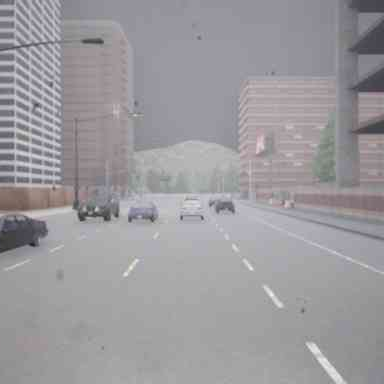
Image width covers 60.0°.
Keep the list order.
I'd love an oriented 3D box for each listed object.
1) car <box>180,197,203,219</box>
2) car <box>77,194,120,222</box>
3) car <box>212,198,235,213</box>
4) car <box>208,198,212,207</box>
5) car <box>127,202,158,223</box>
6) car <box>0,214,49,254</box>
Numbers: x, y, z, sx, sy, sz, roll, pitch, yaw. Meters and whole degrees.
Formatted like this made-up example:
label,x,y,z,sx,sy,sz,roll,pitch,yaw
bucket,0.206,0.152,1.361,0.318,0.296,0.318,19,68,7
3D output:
label,x,y,z,sx,sy,sz,roll,pitch,yaw
car,-0.017,1.451,28.060,1.812,1.442,4.674,0,0,0
car,-7.195,1.154,26.275,2.150,2.045,5.566,0,0,0
car,3.414,1.411,35.329,1.837,1.490,4.892,0,0,0
car,3.337,1.472,47.967,1.895,1.301,4.718,0,0,0
car,-3.610,1.459,25.140,1.812,1.442,4.674,0,0,0
car,-7.142,1.516,12.122,2.033,1.411,5.357,0,0,0
